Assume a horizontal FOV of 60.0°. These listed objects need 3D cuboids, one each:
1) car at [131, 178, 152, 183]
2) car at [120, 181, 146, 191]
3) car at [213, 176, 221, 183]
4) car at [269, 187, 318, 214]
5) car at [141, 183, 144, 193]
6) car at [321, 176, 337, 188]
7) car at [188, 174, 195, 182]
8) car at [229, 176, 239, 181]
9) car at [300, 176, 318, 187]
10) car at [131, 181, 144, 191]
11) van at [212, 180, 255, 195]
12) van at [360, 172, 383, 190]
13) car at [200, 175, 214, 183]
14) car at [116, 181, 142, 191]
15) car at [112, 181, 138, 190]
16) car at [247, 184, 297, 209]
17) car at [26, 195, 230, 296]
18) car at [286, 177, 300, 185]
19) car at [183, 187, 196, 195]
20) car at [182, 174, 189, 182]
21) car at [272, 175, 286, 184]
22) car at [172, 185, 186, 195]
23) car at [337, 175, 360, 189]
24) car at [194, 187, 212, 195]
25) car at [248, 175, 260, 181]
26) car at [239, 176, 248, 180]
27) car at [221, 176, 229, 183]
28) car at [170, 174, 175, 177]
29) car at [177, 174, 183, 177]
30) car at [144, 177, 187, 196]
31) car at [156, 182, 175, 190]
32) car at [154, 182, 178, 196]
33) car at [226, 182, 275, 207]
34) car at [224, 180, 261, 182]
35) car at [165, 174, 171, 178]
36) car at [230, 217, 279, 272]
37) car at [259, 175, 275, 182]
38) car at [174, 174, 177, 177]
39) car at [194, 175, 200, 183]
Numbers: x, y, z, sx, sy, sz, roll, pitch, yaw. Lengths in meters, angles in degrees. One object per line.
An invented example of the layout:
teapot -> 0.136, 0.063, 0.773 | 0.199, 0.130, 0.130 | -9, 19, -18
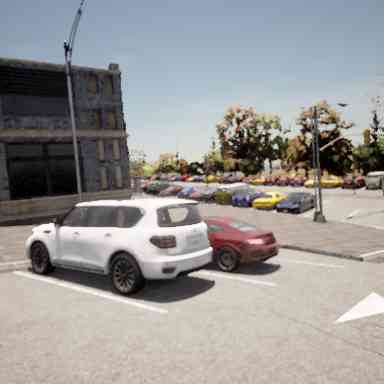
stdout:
car -> -10.725, -1.181, 65.137 | 2.185, 1.767, 4.553 | 1, 7, 44
car -> -12.014, -1.196, 67.871 | 2.231, 1.521, 4.892 | 1, 7, 45
car -> 7.363, -2.564, 69.466 | 2.163, 1.488, 4.792 | 1, 6, 44
car -> 8.765, 0.811, 27.708 | 2.163, 1.488, 4.792 | 0, 7, 40
car -> -5.440, -0.500, 54.290 | 2.097, 1.535, 5.008 | 0, 7, 43
car -> 19.764, -1.438, 45.963 | 1.946, 1.575, 5.366 | 0, 6, 41
car -> 2.258, -3.152, 80.137 | 4.892, 1.521, 2.231 | -7, 6, -44
car -> 9.959, -2.318, 64.130 | 2.097, 1.535, 5.008 | 1, 6, 44
car -> 18.096, -1.528, 48.274 | 1.946, 1.575, 5.366 | 1, 6, 42
car -> -8.111, -0.775, 59.697 | 2.097, 1.535, 5.008 | 1, 7, 44
van -> 4.520, 0.162, 35.695 | 1.878, 1.987, 4.442 | 0, 7, 41
van -> 22.459, -1.391, 40.560 | 1.878, 1.987, 4.442 | 1, 6, 41
car -> 4.769, -2.868, 74.769 | 2.097, 1.535, 5.008 | 1, 6, 45
car -> -13.309, -1.339, 70.594 | 2.097, 1.535, 5.008 | 0, 7, 45
car -> -14.688, -1.465, 73.197 | 5.366, 1.575, 1.946 | -10, 7, -44
car -> 7.552, 0.617, 30.512 | 1.946, 1.575, 5.366 | 0, 6, 40
car -> -2.106, 1.215, 8.845 | 5.566, 2.045, 2.435 | -1, 0, 35
car -> 16.800, -1.627, 51.017 | 2.002, 1.452, 4.674 | 1, 6, 42
car -> 1.566, 0.190, 40.920 | 2.002, 1.452, 4.674 | 0, 7, 41
car -> 0.893, -3.283, 82.700 | 5.366, 1.575, 1.946 | -7, 7, -44
car -> 15.400, -1.753, 53.623 | 2.002, 1.452, 4.674 | 1, 6, 42
car -> 0.128, 0.064, 43.578 | 2.002, 1.452, 4.674 | 0, 7, 42
car -> 21.056, -1.419, 43.207 | 2.185, 1.767, 4.553 | 0, 6, 41
car -> 2.997, 0.278, 38.264 | 2.231, 1.521, 4.892 | 0, 7, 41
car -> 12.776, -2.073, 58.998 | 1.946, 1.575, 5.366 | 1, 6, 43
car -> 11.319, -2.312, 61.502 | 2.185, 1.767, 4.553 | 2, 6, 43
car -> 8.629, -2.421, 66.756 | 2.163, 1.488, 4.792 | 2, 6, 44
car -> -2.650, -3.707, 90.970 | 4.792, 1.488, 2.163 | -7, 6, -44
car -> -0.209, -3.695, 85.535 | 5.566, 2.045, 2.435 | -7, 6, -44
car -> -4.072, -0.620, 51.601 | 2.435, 2.045, 5.566 | 0, 7, 43
car -> -5.148, -1.252, 64.462 | 1.895, 1.301, 4.718 | -6, 5, -25
car -> -2.677, -0.196, 48.918 | 2.002, 1.452, 4.674 | 1, 7, 42
car -> 5.910, 0.400, 32.960 | 2.185, 1.767, 4.553 | 0, 6, 40
car -> 6.283, -0.254, 42.204 | 1.882, 1.535, 5.008 | -6, 6, -28
car -> -4.029, -3.865, 93.521 | 5.366, 1.575, 1.946 | -7, 7, -44
car -> 0.397, 1.486, 10.562 | 4.674, 1.452, 2.002 | -1, 0, 35
car -> 13.990, -2.044, 56.206 | 2.185, 1.767, 4.553 | 1, 6, 43
car -> -1.458, -3.556, 88.217 | 4.792, 1.488, 2.163 | -7, 6, -44
car -> 3.485, -3.133, 77.422 | 4.553, 1.767, 2.185 | -7, 6, -45
